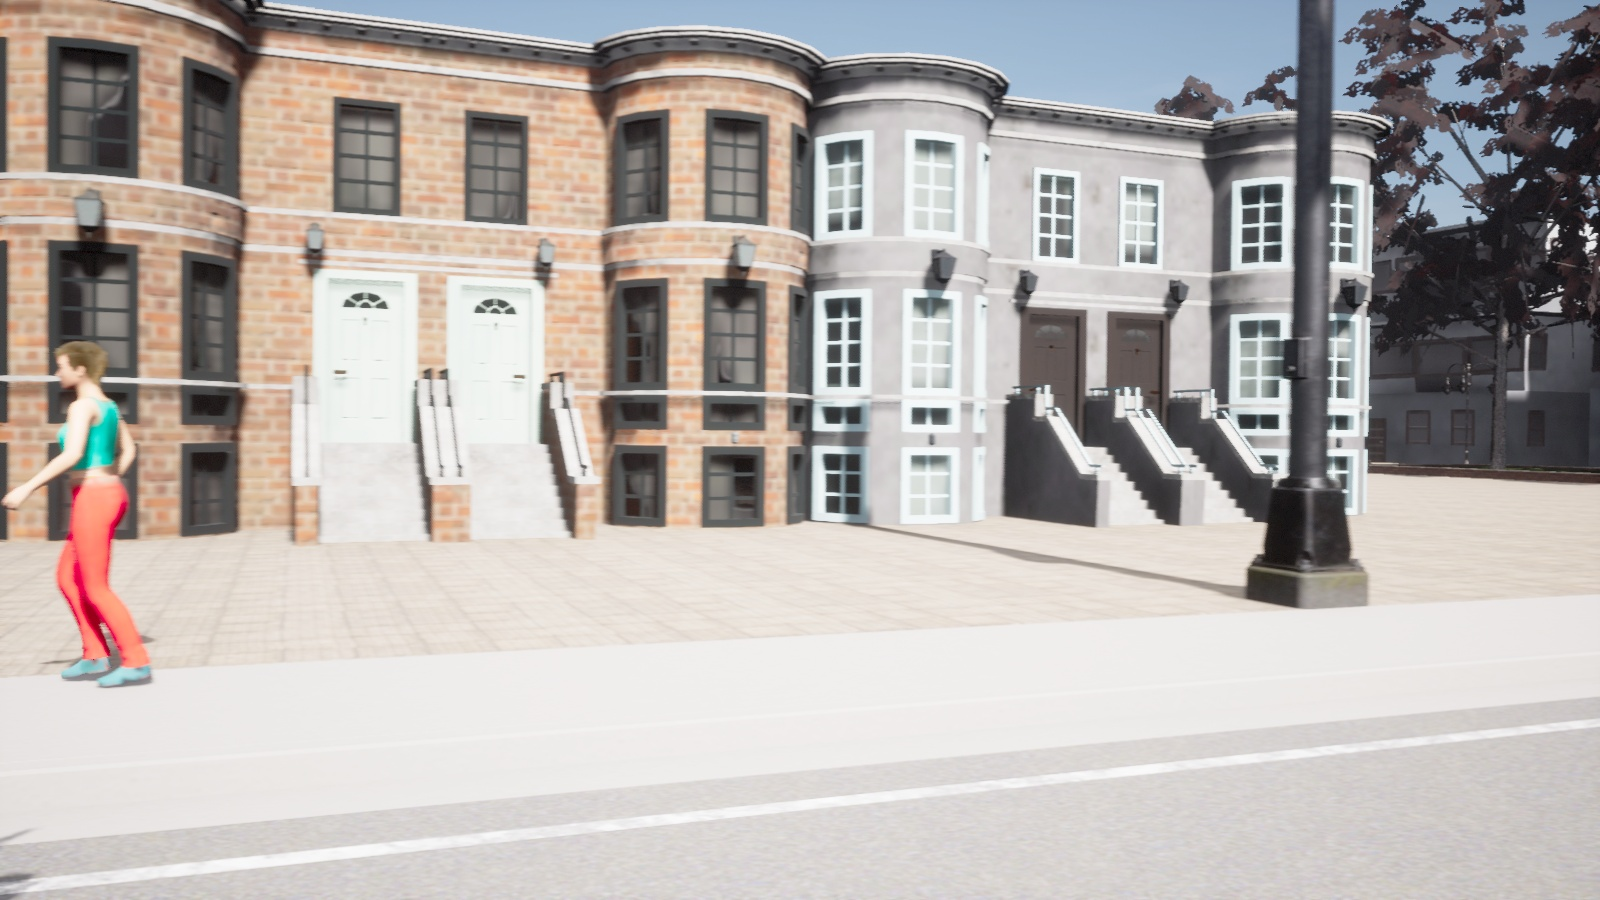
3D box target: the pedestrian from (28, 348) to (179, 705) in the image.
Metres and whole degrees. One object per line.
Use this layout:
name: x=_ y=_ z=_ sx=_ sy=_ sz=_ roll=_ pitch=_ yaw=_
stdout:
pedestrian: x=-3.693 y=0.390 z=6.685 sx=0.594 sy=1.836 sz=0.345 roll=-1 pitch=1 yaw=-11
